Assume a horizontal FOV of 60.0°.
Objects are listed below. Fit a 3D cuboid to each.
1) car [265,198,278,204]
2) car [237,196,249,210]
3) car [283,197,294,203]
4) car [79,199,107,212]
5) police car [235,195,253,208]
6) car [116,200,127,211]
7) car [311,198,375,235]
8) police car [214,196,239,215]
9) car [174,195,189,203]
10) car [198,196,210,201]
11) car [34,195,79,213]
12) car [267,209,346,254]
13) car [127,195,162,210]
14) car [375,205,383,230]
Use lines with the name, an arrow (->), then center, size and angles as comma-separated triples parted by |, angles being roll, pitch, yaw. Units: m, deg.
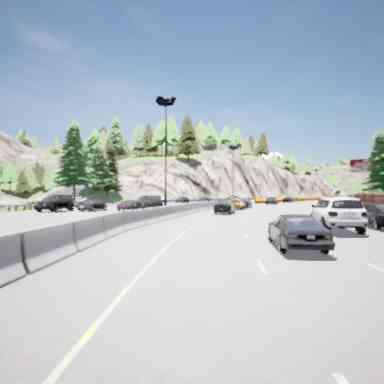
car -> 16.417, 1.866, 68.667 | 1.994, 1.385, 4.181 | 0, 0, 27
car -> 6.425, 1.701, 46.852 | 1.801, 1.575, 5.366 | 0, 0, 18
car -> 23.601, 1.920, 81.388 | 1.837, 1.490, 4.892 | 0, 0, 32
car -> -12.290, 1.644, 41.147 | 2.128, 1.511, 4.902 | 0, 0, 15
police car -> 8.291, 1.704, 52.304 | 1.930, 1.638, 5.238 | 0, 0, 20
car -> -8.120, 1.703, 43.247 | 1.812, 1.442, 4.674 | 0, 0, 15
car -> 8.644, 1.348, 20.075 | 2.150, 2.045, 5.566 | 0, 0, 8
police car -> 3.714, 1.617, 37.418 | 1.930, 1.638, 5.238 | 0, 0, 14
car -> -2.387, 1.671, 77.863 | 2.097, 1.767, 4.553 | 0, 0, 25
car -> 2.977, 1.705, 80.607 | 1.812, 1.442, 4.674 | 0, 0, 27
car -> -16.278, 1.353, 39.681 | 2.150, 2.045, 5.566 | 0, 0, 13
car -> 4.369, 1.630, 14.017 | 2.033, 1.411, 5.357 | 0, 0, 6
car -> -5.363, 1.391, 40.125 | 2.150, 2.045, 5.566 | 0, 0, 14
car -> 12.479, 1.654, 21.905 | 1.837, 1.490, 4.892 | 0, 0, 9
